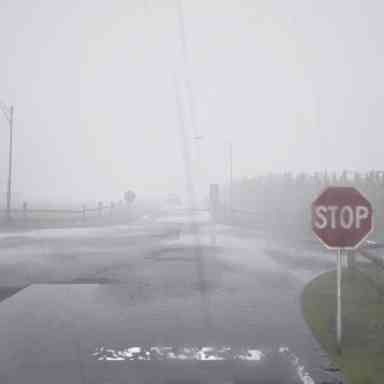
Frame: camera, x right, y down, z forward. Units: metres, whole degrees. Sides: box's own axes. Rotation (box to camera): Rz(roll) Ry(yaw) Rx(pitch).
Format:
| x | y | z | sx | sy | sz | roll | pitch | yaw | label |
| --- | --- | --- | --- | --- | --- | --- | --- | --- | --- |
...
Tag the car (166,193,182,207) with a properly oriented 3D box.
| x | y | z | sx | sy | sz | roll | pitch | yaw | label |
| --- | --- | --- | --- | --- | --- | --- | --- | --- | --- |
| -2.738 | 1.237 | 52.080 | 2.150 | 2.045 | 5.566 | 0 | 0 | 0 | car |
